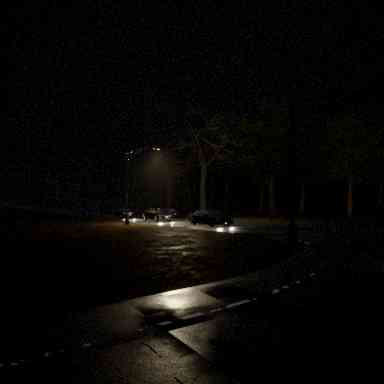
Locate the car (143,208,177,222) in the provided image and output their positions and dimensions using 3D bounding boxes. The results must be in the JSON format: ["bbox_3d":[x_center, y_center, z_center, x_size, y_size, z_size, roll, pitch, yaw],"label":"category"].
[{"bbox_3d":[-4.029,2.579,38.028,1.837,1.490,4.892,1,-2,-33],"label":"car"}]

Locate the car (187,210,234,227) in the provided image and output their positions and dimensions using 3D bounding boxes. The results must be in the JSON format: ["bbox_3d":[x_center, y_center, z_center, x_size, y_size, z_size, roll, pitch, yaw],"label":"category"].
[{"bbox_3d":[1.478,2.282,29.669,2.033,1.411,5.357,0,-2,-30],"label":"car"}]

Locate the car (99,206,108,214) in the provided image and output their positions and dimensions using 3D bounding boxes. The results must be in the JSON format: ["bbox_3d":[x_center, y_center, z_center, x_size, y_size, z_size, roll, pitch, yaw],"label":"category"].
[{"bbox_3d":[-16.360,3.465,63.515,2.128,1.511,4.902,1,-2,-33],"label":"car"}]

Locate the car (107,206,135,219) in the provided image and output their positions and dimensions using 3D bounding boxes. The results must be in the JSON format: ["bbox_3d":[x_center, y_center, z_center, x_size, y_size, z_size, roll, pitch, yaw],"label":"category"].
[{"bbox_3d":[-9.615,2.896,46.562,2.128,1.511,4.902,1,-2,-33],"label":"car"}]

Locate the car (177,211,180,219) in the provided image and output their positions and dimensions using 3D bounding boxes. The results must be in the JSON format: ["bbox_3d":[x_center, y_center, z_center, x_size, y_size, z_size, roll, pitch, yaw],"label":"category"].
[{"bbox_3d":[-3.292,2.811,43.644,1.994,1.385,4.181,1,-2,-33],"label":"car"}]
